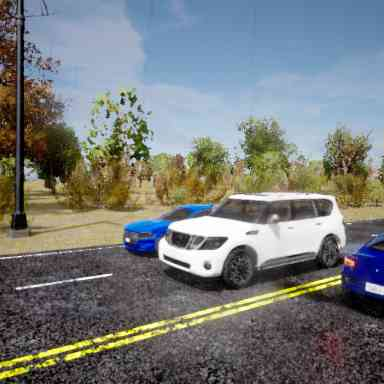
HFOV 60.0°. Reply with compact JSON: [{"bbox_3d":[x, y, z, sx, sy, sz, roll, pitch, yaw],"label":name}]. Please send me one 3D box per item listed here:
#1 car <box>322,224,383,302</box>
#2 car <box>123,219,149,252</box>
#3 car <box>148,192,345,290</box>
[{"bbox_3d":[4.943,1.452,6.894,4.674,1.442,1.812,0,2,-35],"label":"car"},{"bbox_3d":[0.074,1.199,11.653,5.008,1.535,1.882,0,2,-35],"label":"car"},{"bbox_3d":[1.884,1.043,8.946,5.566,2.045,2.150,0,2,-35],"label":"car"}]
